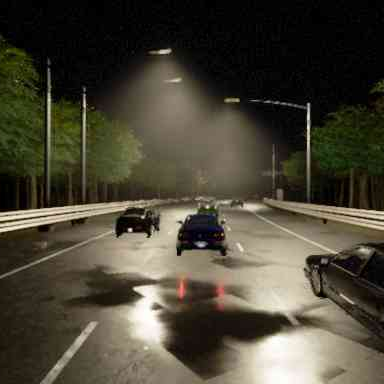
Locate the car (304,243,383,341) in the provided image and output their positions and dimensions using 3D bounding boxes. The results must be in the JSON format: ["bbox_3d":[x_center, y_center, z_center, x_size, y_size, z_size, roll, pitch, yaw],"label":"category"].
[{"bbox_3d":[3.556,1.583,5.565,2.033,1.411,5.357,0,0,1],"label":"car"}]

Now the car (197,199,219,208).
[{"bbox_3d":[1.681,1.540,34.313,2.097,1.767,4.553,0,0,5],"label":"car"}]

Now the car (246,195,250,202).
[{"bbox_3d":[13.541,1.958,88.153,1.837,1.490,4.892,0,0,13],"label":"car"}]

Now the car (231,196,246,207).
[{"bbox_3d":[8.062,1.667,59.218,2.097,1.767,4.553,0,0,9],"label":"car"}]

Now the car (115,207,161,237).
[{"bbox_3d":[-2.900,1.602,18.589,1.837,1.490,4.892,0,0,3],"label":"car"}]

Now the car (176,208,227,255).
[{"bbox_3d":[0.387,1.600,13.490,1.812,1.442,4.674,0,0,2],"label":"car"}]
